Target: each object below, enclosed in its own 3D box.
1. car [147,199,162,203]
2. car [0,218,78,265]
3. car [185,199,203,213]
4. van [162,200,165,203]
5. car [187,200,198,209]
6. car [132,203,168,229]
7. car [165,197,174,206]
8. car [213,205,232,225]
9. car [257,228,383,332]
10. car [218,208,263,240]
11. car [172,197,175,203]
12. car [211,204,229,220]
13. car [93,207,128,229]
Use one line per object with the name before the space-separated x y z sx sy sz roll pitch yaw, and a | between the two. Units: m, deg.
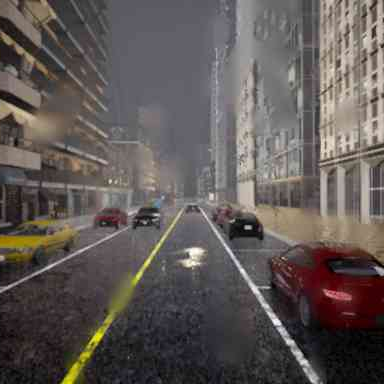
car | -5.682 2.080 46.285 1.947 1.339 4.313 0 -1 0
car | -5.687 1.659 12.226 1.752 1.417 4.829 0 -1 0
car | 0.110 2.039 44.300 2.033 1.411 5.357 0 -1 0
van | -5.680 1.918 51.936 1.690 1.788 3.998 0 -1 0
car | 0.112 2.225 59.490 1.994 1.385 4.181 0 -1 0
car | -2.997 1.777 23.586 1.837 1.490 4.892 0 -1 0
car | -5.676 2.416 74.526 1.802 1.307 4.206 0 -1 0
car | 2.695 1.842 23.691 1.802 1.307 4.206 0 -1 0
car | 2.692 1.656 6.745 1.802 1.307 4.206 0 -1 0
car | 2.694 1.763 18.041 1.947 1.339 4.313 0 -1 0
car | -5.675 2.483 80.174 1.802 1.307 4.206 0 -1 0
car | 2.696 1.763 29.339 1.967 1.590 4.097 0 -1 0
car | -5.685 1.806 23.693 1.887 1.381 4.507 0 -1 0
